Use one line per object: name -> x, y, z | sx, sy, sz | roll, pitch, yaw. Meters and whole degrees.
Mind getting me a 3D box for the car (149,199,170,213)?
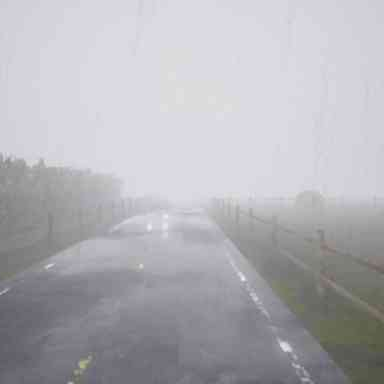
car -> -3.234, 1.366, 33.913 | 1.895, 1.301, 4.718 | 0, 0, -1
